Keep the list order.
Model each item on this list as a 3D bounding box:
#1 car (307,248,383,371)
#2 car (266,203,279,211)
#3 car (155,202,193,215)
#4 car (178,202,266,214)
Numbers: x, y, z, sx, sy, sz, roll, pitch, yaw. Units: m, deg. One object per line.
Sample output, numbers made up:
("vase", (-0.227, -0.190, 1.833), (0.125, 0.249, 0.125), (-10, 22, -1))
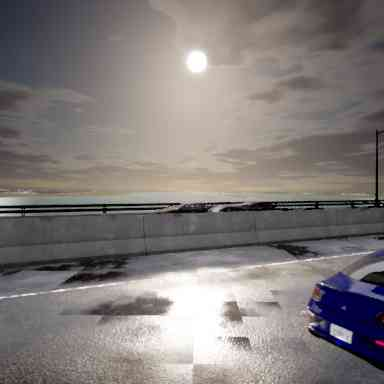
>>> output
("car", (3.826, 1.527, 5.005), (4.674, 1.442, 1.812), (0, 0, -27))
("car", (4.327, 1.507, 25.008), (4.892, 1.490, 1.837), (0, 0, -26))
("car", (-0.267, 1.548, 26.643), (5.357, 1.411, 2.033), (0, 0, -26))
("car", (1.843, 1.527, 19.873), (4.674, 1.442, 1.812), (0, 0, -26))
